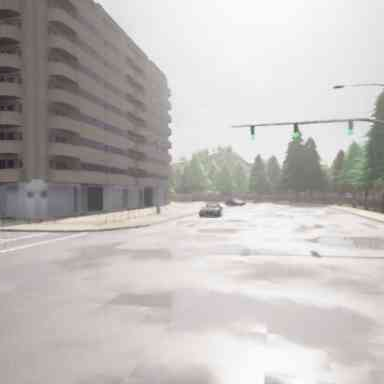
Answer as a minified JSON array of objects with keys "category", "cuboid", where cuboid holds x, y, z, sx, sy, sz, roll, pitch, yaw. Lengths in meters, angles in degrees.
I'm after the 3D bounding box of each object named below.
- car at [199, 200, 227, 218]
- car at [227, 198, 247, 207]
[{"category":"car","cuboid":[1.900,1.754,31.973,1.994,1.385,4.181,-1,0,11]},{"category":"car","cuboid":[7.202,1.751,55.711,2.033,1.411,5.357,-1,0,-18]}]
